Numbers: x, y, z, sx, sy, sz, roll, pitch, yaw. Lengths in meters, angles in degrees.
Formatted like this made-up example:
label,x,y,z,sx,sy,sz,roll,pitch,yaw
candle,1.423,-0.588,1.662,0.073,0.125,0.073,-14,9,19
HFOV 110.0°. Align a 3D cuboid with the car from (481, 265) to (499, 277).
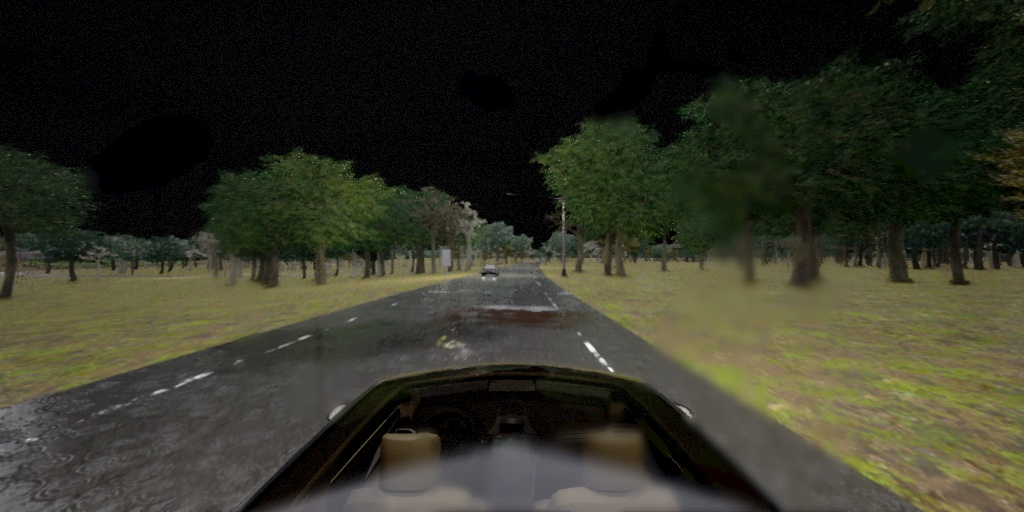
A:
label,x,y,z,sx,sy,sz,roll,pitch,yaw
car,-2.585,1.772,43.648,2.033,1.411,5.357,0,-1,3
